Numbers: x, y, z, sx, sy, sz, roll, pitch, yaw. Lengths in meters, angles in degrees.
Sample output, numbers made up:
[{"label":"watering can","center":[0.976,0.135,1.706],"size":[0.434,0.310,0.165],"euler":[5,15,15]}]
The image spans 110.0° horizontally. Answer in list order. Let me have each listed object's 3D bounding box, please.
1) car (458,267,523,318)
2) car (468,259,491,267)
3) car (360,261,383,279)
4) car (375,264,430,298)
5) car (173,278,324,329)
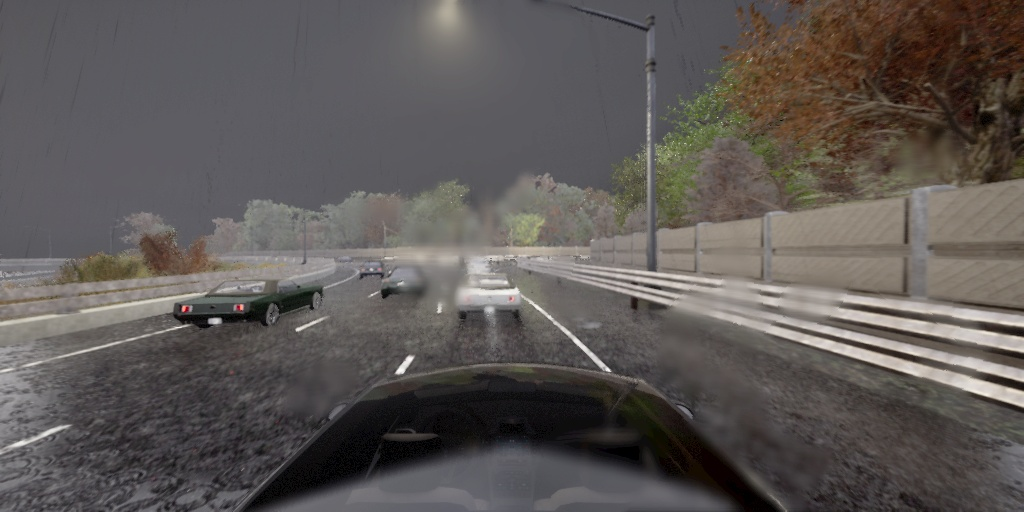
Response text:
[{"label":"car","center":[-0.829,1.251,12.475],"size":[1.895,1.301,4.718],"euler":[-1,1,-6]},{"label":"car","center":[-2.744,1.013,30.474],"size":[1.812,1.442,4.674],"euler":[-1,1,-6]},{"label":"car","center":[-11.729,1.106,30.417],"size":[2.033,1.411,5.357],"euler":[-1,1,-17]},{"label":"car","center":[-5.143,1.197,17.687],"size":[1.994,1.385,4.181],"euler":[-1,1,-10]},{"label":"car","center":[-7.680,1.318,11.183],"size":[1.895,1.301,4.718],"euler":[-1,1,-6]}]
